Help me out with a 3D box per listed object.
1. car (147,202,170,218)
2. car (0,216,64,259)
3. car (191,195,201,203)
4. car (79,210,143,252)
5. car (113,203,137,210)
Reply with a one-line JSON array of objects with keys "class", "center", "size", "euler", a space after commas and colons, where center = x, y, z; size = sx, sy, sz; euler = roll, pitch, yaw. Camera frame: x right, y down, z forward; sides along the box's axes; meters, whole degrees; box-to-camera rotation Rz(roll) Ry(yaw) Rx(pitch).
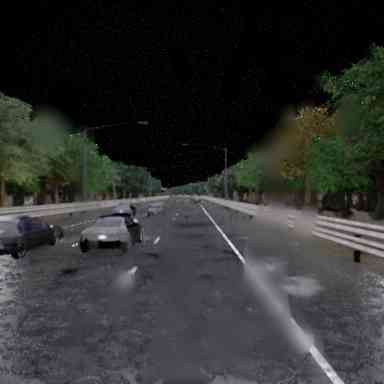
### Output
[{"class": "car", "center": [-3.357, 1.772, 33.466], "size": [2.128, 1.511, 4.902], "euler": [0, 0, 0]}, {"class": "car", "center": [-6.884, 1.661, 13.073], "size": [2.033, 1.411, 5.357], "euler": [0, 0, 0]}, {"class": "car", "center": [1.338, 1.999, 85.568], "size": [2.097, 1.767, 4.553], "euler": [0, 0, 0]}, {"class": "car", "center": [-3.383, 1.691, 14.562], "size": [1.994, 1.385, 4.181], "euler": [0, 0, 0]}, {"class": "car", "center": [-6.855, 1.849, 34.119], "size": [1.994, 1.385, 4.181], "euler": [0, 0, 0]}]
